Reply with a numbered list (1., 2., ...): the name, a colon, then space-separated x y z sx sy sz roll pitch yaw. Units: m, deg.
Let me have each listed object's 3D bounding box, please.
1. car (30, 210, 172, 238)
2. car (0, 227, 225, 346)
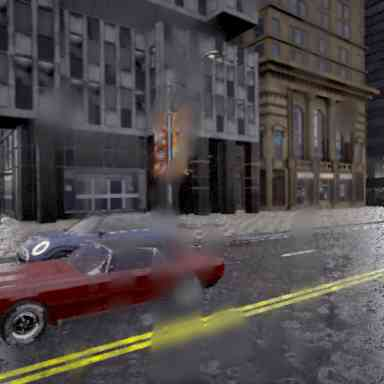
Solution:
1. car: -2.598 1.359 9.815 4.553 1.767 2.097 0 0 -35
2. car: -1.702 1.605 6.464 4.718 1.301 1.895 0 0 -35
